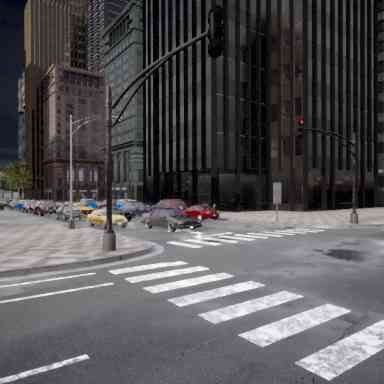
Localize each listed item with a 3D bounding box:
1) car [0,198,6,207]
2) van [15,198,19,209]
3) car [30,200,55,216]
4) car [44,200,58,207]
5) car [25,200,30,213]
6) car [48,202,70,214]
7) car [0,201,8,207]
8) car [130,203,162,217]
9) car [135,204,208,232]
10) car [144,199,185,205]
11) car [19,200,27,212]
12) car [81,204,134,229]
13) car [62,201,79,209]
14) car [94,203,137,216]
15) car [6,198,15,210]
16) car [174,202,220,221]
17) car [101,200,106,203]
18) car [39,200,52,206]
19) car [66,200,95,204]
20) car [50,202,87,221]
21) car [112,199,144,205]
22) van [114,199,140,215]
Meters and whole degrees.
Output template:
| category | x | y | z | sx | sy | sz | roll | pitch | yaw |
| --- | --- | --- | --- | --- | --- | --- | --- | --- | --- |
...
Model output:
| category | x | y | z | sx | sy | sz | roll | pitch | yaw |
| --- | --- | --- | --- | --- | --- | --- | --- | --- | --- |
| car | -41.381 | 2.665 | 73.620 | 1.887 | 1.381 | 4.507 | -1 | 0 | -35 |
| van | -26.239 | 2.121 | 52.385 | 1.690 | 1.788 | 3.998 | -1 | 0 | -35 |
| car | -17.729 | 1.899 | 40.452 | 2.192 | 1.841 | 5.009 | -1 | 0 | -35 |
| car | -31.824 | 2.593 | 74.905 | 1.947 | 1.339 | 4.313 | -1 | 0 | -35 |
| car | -20.561 | 2.195 | 44.430 | 1.887 | 1.381 | 4.507 | -1 | 0 | -35 |
| car | -18.652 | 2.171 | 46.433 | 1.812 | 1.442 | 4.674 | 0 | -1 | -35 |
| car | -44.502 | 2.769 | 77.998 | 1.802 | 1.307 | 4.206 | -1 | 0 | -35 |
| car | -5.324 | 2.003 | 37.774 | 1.802 | 1.307 | 4.206 | -1 | 0 | -35 |
| car | -1.565 | 1.793 | 22.397 | 2.033 | 1.411 | 5.357 | 0 | -1 | -36 |
| car | -2.381 | 1.667 | 33.629 | 2.192 | 1.841 | 5.009 | -1 | 0 | -35 |
| car | -23.400 | 2.155 | 48.407 | 1.967 | 1.590 | 4.097 | -1 | 0 | -35 |
| car | -6.277 | 1.842 | 24.403 | 1.752 | 1.417 | 4.829 | -1 | 0 | -35 |
| car | -22.762 | 2.405 | 62.199 | 1.802 | 1.307 | 4.206 | -1 | 0 | -35 |
| car | -7.133 | 1.978 | 30.204 | 1.895 | 1.301 | 4.718 | 0 | -1 | -36 |
| car | -32.015 | 2.352 | 60.486 | 1.967 | 1.590 | 4.097 | -1 | 0 | -35 |
| car | 0.573 | 1.827 | 29.484 | 1.887 | 1.381 | 4.507 | -1 | 0 | -35 |
| car | -11.228 | 1.874 | 46.064 | 2.192 | 1.841 | 5.009 | -1 | 0 | -35 |
| car | -34.846 | 2.658 | 79.141 | 1.947 | 1.339 | 4.313 | -1 | 0 | -35 |
| car | -12.801 | 1.987 | 38.168 | 1.882 | 1.535 | 5.008 | 0 | -1 | -35 |
| car | -12.049 | 2.003 | 32.496 | 2.008 | 1.369 | 4.403 | -1 | 0 | -35 |
| car | -6.231 | 1.755 | 34.451 | 2.097 | 1.767 | 4.553 | 0 | -1 | -36 |
| van | -8.279 | 1.831 | 41.919 | 1.690 | 1.788 | 3.998 | -1 | 0 | -35 |
